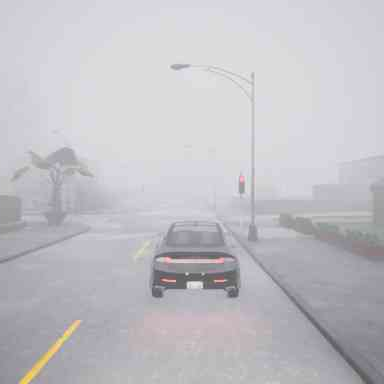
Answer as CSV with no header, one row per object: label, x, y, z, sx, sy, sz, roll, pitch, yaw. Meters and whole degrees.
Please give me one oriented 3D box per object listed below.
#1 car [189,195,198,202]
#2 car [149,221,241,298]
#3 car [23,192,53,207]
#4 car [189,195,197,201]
car,0.312,1.460,74.440,1.882,1.535,5.008,0,0,0
car,0.086,1.491,8.505,2.128,1.511,4.902,0,0,1
car,-19.580,0.983,42.969,1.905,1.878,3.866,0,0,35
car,0.355,1.535,84.675,1.994,1.385,4.181,0,0,0
